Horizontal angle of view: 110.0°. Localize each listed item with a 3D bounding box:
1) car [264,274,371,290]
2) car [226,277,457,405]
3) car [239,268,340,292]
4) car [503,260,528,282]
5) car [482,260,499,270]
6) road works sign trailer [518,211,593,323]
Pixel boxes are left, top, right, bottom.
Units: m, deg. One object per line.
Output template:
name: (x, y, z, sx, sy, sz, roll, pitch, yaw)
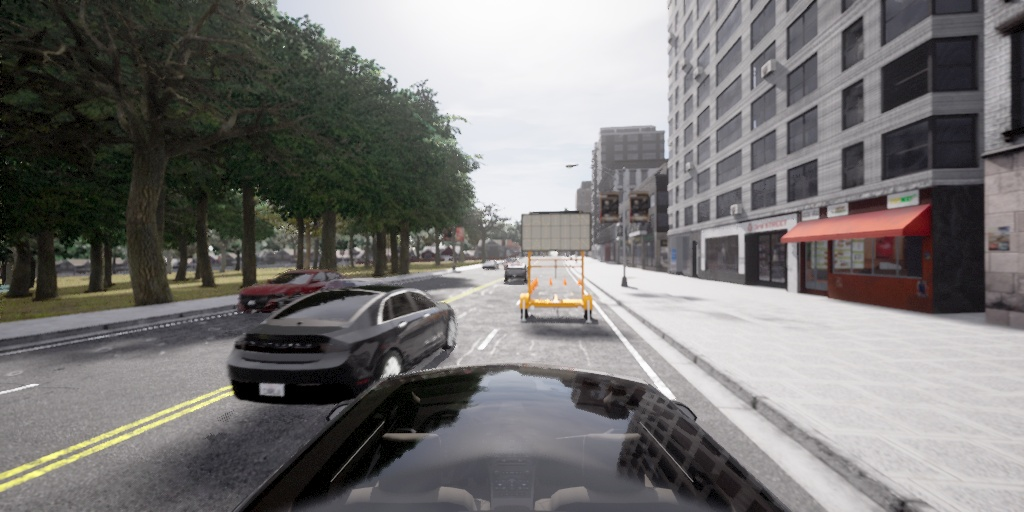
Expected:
car: (-5.225, 1.395, 11.646, 1.895, 1.301, 4.718, 0, 0, 7)
car: (-2.394, 1.278, 6.428, 1.837, 1.490, 4.892, 0, -1, 7)
car: (-8.186, 1.283, 14.183, 1.882, 1.535, 5.008, 0, 0, 7)
car: (0.522, 1.322, 29.988, 2.128, 1.511, 4.902, 0, 0, 7)
car: (-3.216, 1.386, 54.281, 2.033, 1.411, 5.357, 0, 0, 7)
road works sign trailer: (1.528, 0.249, 12.460, 2.380, 3.560, 2.880, 0, 0, 7)
